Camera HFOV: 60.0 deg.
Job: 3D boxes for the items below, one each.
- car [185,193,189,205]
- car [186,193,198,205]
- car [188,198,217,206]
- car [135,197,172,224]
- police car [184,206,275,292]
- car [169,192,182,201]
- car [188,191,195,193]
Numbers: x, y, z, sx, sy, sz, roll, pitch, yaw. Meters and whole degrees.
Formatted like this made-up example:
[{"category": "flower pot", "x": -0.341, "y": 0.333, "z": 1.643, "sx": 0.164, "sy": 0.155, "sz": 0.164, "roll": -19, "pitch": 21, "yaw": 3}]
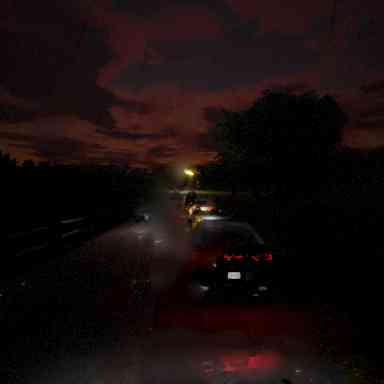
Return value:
[{"category": "car", "x": -0.003, "y": 1.150, "z": 46.640, "sx": 1.895, "sy": 1.301, "sz": 4.718, "roll": 0, "pitch": 1, "yaw": 1}, {"category": "car", "x": 0.801, "y": 1.211, "z": 24.901, "sx": 2.097, "sy": 1.767, "sz": 4.553, "roll": 0, "pitch": 1, "yaw": 0}, {"category": "car", "x": 0.807, "y": 1.368, "z": 19.120, "sx": 1.801, "sy": 1.575, "sz": 5.366, "roll": 0, "pitch": 1, "yaw": 0}, {"category": "car", "x": -2.872, "y": 1.362, "z": 23.807, "sx": 2.128, "sy": 1.511, "sz": 4.902, "roll": 0, "pitch": 1, "yaw": 0}, {"category": "police car", "x": 0.816, "y": 1.402, "z": 9.040, "sx": 1.930, "sy": 1.638, "sz": 5.238, "roll": 0, "pitch": 0, "yaw": 0}, {"category": "car", "x": -2.804, "y": 0.766, "z": 57.298, "sx": 1.882, "sy": 1.535, "sz": 5.008, "roll": 0, "pitch": 2, "yaw": 0}, {"category": "car", "x": -0.061, "y": 0.574, "z": 65.745, "sx": 2.033, "sy": 1.411, "sz": 5.357, "roll": 0, "pitch": 2, "yaw": 0}]
